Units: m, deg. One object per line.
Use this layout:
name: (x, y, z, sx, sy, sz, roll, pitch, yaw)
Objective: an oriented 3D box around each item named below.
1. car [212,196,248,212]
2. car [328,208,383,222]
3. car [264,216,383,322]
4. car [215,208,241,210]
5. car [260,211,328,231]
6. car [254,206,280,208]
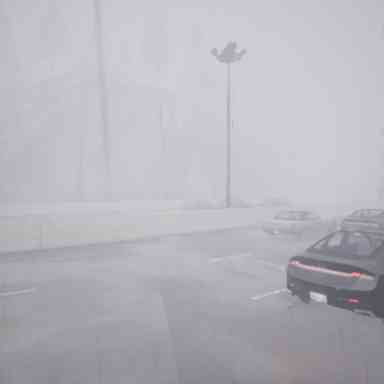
car: (4.677, 1.410, 40.456, 2.097, 1.767, 4.553, 0, 0, 44)
car: (8.577, 1.506, 15.186, 4.902, 1.511, 2.128, 0, 0, -40)
car: (3.972, 1.498, 6.903, 4.902, 1.511, 2.128, 0, 0, -38)
car: (4.944, 1.651, 35.767, 4.718, 1.301, 1.895, 0, 0, -44)
car: (5.740, 1.622, 17.340, 4.718, 1.301, 1.895, 0, 0, -40)
car: (8.179, 1.396, 34.079, 4.553, 1.767, 2.097, 0, 0, -45)
